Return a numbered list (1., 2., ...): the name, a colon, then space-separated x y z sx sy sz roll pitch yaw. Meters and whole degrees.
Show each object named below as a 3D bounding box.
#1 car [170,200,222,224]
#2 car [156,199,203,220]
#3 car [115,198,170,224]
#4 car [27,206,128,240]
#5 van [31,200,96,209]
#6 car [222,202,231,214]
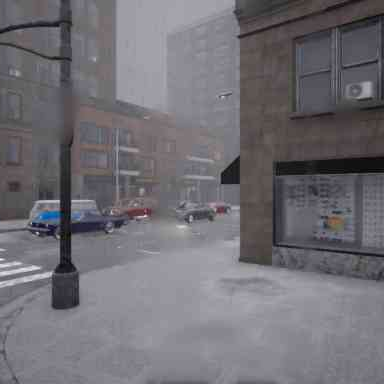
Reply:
1. car: 0.062 1.530 25.589 1.837 1.490 4.892 0 0 36
2. car: -1.002 1.466 28.829 1.967 1.590 4.097 0 0 36
3. car: -4.279 1.337 24.293 2.192 1.841 5.009 0 0 36
4. car: -5.920 1.617 17.353 1.895 1.301 4.718 0 0 37
5. van: -7.556 1.358 19.757 1.690 1.788 3.998 0 0 36
6. car: 2.276 1.575 33.364 1.887 1.381 4.507 0 0 36
